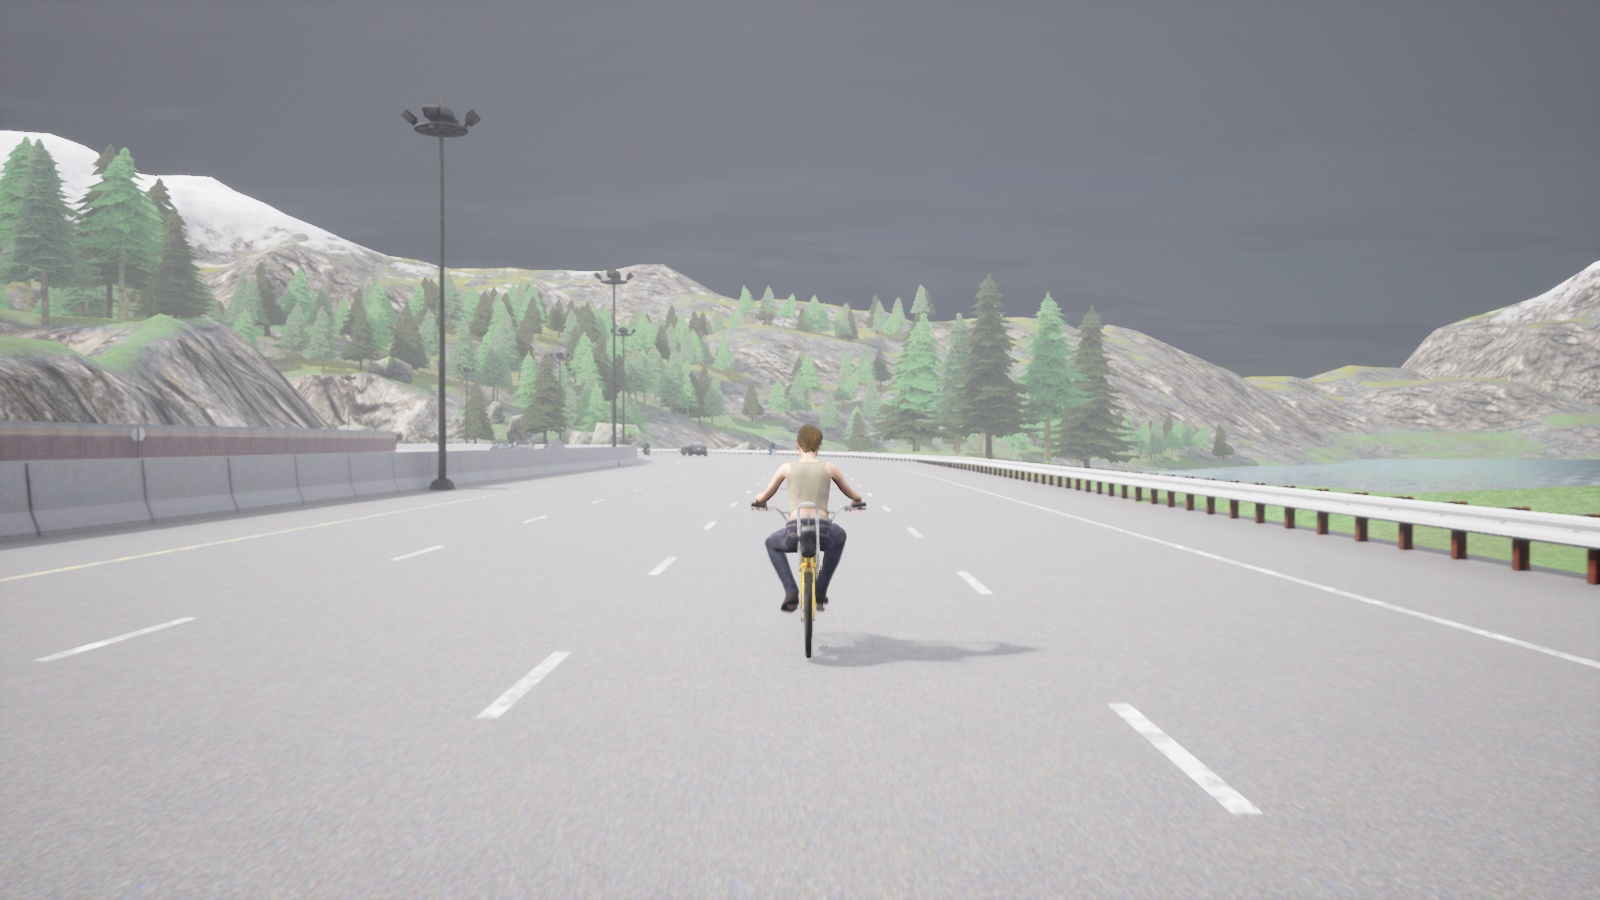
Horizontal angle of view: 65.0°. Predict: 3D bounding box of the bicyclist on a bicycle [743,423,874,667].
[{"bbox_3d":[0.062,0.625,9.082,0.866,1.612,1.509,0,0,1],"label":"bicyclist on a bicycle"}]
